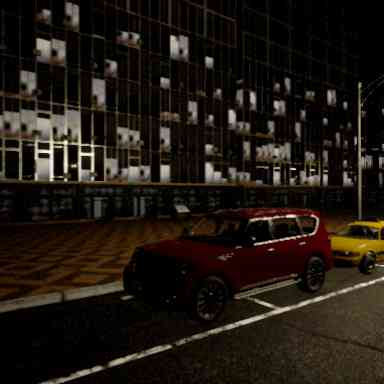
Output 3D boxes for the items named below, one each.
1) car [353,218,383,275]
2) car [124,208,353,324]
[{"bbox_3d":[5.552,1.533,10.524,4.829,1.417,1.752,0,0,-36],"label":"car"},{"bbox_3d":[1.077,1.319,7.331,5.009,1.841,2.192,0,0,-36],"label":"car"}]
